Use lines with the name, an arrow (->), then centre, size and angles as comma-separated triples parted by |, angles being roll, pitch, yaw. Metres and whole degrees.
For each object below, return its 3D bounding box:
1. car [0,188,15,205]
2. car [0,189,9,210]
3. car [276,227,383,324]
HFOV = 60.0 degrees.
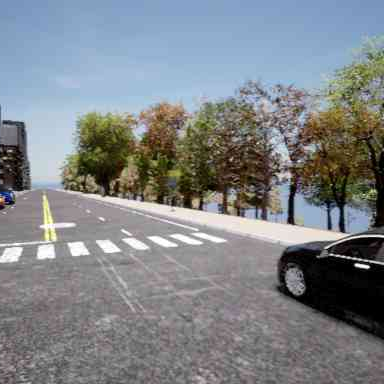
car -> -24.148, 0.544, 42.690 | 2.150, 2.045, 5.566 | -1, 1, -22
car -> -19.904, 0.834, 33.043 | 2.097, 1.767, 4.553 | -1, 1, -24
car -> 3.365, 1.308, 5.311 | 1.837, 1.490, 4.892 | -2, 1, -24
